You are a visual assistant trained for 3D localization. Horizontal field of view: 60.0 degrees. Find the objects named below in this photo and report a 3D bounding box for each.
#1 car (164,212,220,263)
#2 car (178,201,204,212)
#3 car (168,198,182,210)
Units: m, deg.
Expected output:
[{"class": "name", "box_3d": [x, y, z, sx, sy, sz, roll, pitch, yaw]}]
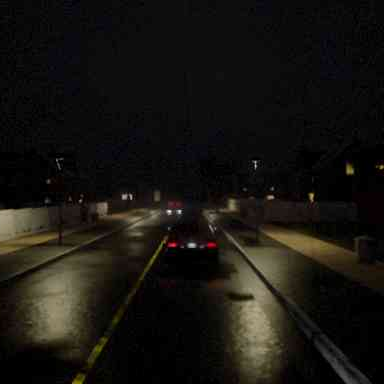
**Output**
[{"class": "car", "box_3d": [0.005, 1.688, 12.547, 2.033, 1.411, 5.357, 0, -1, 0]}, {"class": "car", "box_3d": [0.020, 1.825, 29.244, 1.882, 1.535, 5.008, 0, 0, 1]}, {"class": "car", "box_3d": [-2.775, 1.944, 55.361, 2.150, 2.045, 5.566, 0, -1, 0]}]
